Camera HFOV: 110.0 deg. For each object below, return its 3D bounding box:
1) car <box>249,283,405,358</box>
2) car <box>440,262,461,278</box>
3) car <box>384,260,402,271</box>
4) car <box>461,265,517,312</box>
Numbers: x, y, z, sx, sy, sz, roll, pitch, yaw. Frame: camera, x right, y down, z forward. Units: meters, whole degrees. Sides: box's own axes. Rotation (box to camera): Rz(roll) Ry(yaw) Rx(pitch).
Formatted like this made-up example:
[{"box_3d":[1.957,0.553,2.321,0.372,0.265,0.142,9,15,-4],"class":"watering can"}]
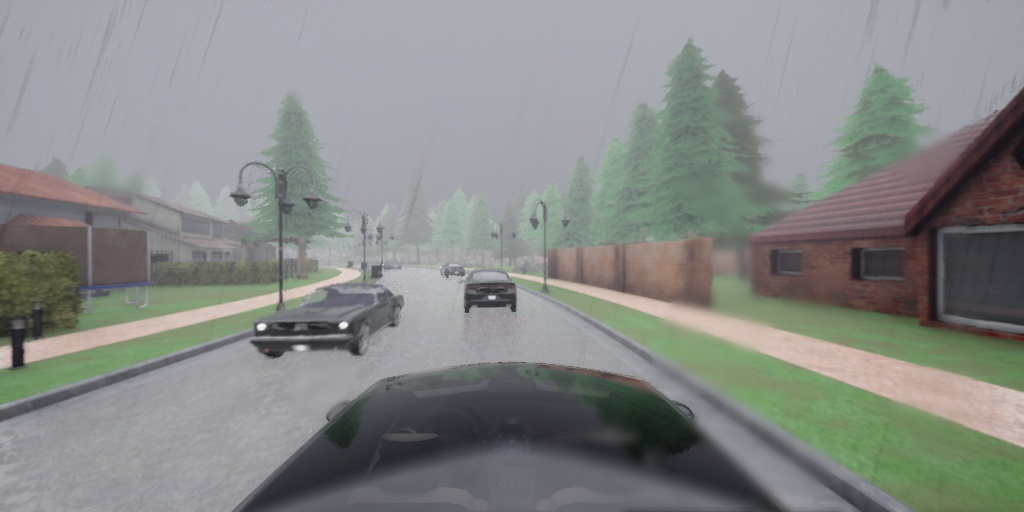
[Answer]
[{"box_3d":[-4.025,1.369,8.718,1.895,1.301,4.718,0,0,-5],"class":"car"},{"box_3d":[-5.677,1.306,34.324,1.812,1.442,4.674,0,0,-18],"class":"car"},{"box_3d":[-17.020,1.322,51.245,2.128,1.511,4.902,0,0,-28],"class":"car"},{"box_3d":[-0.975,1.234,14.389,1.882,1.535,5.008,0,0,-7],"class":"car"}]
